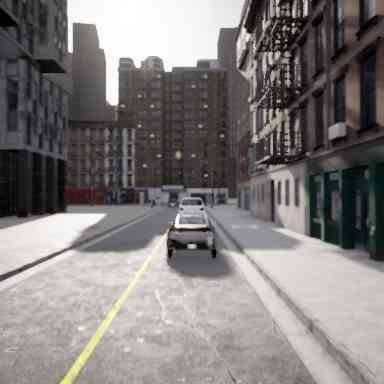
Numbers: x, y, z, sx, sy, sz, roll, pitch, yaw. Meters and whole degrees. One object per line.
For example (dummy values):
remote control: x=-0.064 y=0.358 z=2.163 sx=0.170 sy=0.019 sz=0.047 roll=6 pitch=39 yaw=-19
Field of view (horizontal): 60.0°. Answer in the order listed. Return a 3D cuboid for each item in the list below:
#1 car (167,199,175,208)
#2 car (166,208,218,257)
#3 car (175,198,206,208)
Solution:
car: x=-3.044 y=1.949 z=55.558 sx=2.128 sy=1.511 sz=4.902 roll=0 pitch=-1 yaw=0
car: x=0.014 y=1.617 z=13.516 sx=2.128 sy=1.511 sz=4.902 roll=0 pitch=0 yaw=0
car: x=-0.001 y=1.469 z=27.587 sx=2.150 sy=2.045 sz=5.566 roll=0 pitch=0 yaw=0
